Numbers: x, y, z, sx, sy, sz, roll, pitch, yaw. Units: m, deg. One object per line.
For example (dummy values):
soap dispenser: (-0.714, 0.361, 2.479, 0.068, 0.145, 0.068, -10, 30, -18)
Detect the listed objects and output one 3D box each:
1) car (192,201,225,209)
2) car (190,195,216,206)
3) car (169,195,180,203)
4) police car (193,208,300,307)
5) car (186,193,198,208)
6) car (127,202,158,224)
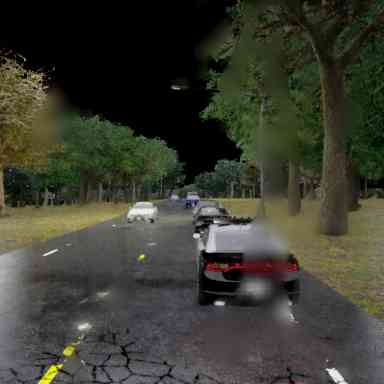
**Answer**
car: (1.084, 1.465, 18.102, 1.882, 1.535, 5.008, 0, 0, 0)
car: (1.094, 1.324, 24.073, 2.097, 1.767, 4.553, 0, 0, 0)
car: (-3.379, 1.362, 64.574, 1.812, 1.442, 4.674, 0, 0, 0)
police car: (1.066, 1.425, 8.210, 1.930, 1.638, 5.238, 0, 0, 0)
car: (0.128, 1.359, 46.887, 1.882, 1.535, 5.008, 0, 0, 1)
car: (-3.556, 1.497, 24.669, 1.812, 1.442, 4.674, 0, 0, 0)
